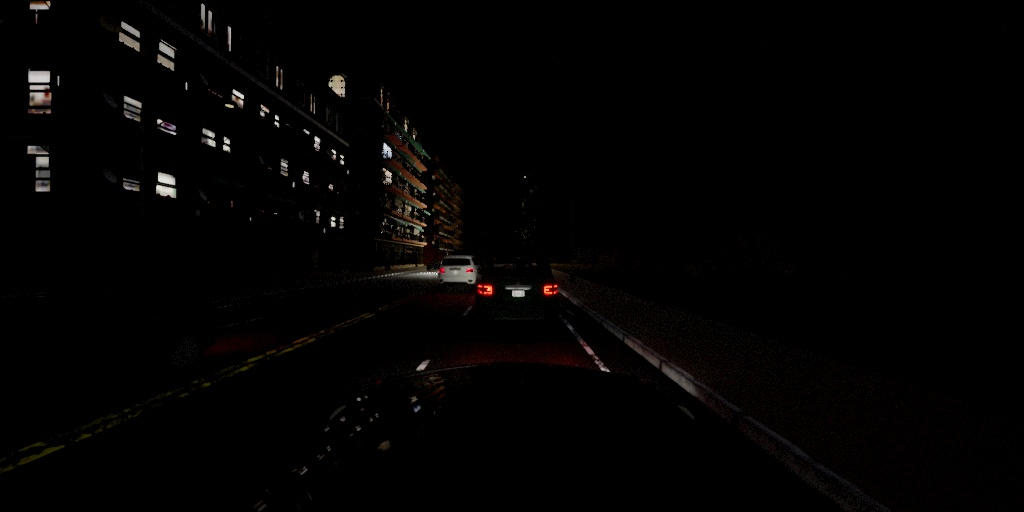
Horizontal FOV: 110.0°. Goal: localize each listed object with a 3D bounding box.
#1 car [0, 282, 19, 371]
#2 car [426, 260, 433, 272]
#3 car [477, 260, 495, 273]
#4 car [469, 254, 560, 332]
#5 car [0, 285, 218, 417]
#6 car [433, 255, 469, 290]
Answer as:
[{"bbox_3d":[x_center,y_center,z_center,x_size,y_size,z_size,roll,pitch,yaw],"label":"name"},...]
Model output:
[{"bbox_3d":[-9.846,1.228,3.974,1.882,1.535,5.008,0,0,0],"label":"car"},{"bbox_3d":[-9.816,1.245,46.623,2.128,1.511,4.902,0,0,0],"label":"car"},{"bbox_3d":[-3.119,1.280,44.184,1.812,1.442,4.674,0,0,0],"label":"car"},{"bbox_3d":[0.111,0.973,11.076,2.150,2.045,5.566,0,0,-1],"label":"car"},{"bbox_3d":[-6.596,1.228,4.778,1.882,1.535,5.008,0,0,0],"label":"car"},{"bbox_3d":[-3.133,0.975,22.507,2.150,2.045,5.566,0,0,0],"label":"car"}]
